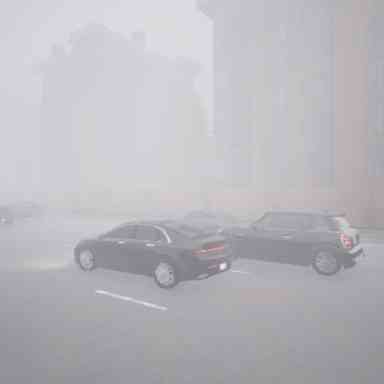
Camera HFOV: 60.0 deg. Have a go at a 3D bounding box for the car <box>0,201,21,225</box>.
[{"bbox_3d":[-13.938,1.507,22.525,4.892,1.490,1.837,1,0,35],"label":"car"}]

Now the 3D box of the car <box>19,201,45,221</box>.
[{"bbox_3d":[-13.850,1.491,26.759,4.902,1.511,2.128,0,0,35],"label":"car"}]

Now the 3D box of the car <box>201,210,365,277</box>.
[{"bbox_3d":[2.842,1.354,10.549,4.553,1.767,2.097,0,0,36],"label":"car"}]

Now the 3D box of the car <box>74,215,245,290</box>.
[{"bbox_3d":[-1.241,1.503,9.175,4.892,1.490,1.837,0,0,35],"label":"car"}]

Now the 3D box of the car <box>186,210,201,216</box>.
[{"bbox_3d":[0.541,1.564,16.501,4.181,1.385,1.994,0,0,35],"label":"car"}]
